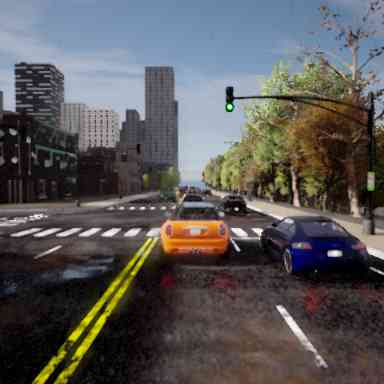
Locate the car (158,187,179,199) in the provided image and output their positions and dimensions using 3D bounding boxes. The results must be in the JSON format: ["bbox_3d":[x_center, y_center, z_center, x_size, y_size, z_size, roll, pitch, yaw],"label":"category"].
[{"bbox_3d":[-3.329,0.364,44.960,2.150,2.045,5.566,0,1,0],"label":"car"}]

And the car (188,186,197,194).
[{"bbox_3d":[0.016,-0.496,81.222,2.150,2.045,5.566,0,1,0],"label":"car"}]

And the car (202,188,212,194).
[{"bbox_3d":[3.263,0.139,70.783,1.837,1.490,4.892,0,1,0],"label":"car"}]

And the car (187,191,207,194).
[{"bbox_3d":[0.105,0.915,29.525,1.882,1.535,5.008,0,1,0],"label":"car"}]

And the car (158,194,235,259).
[{"bbox_3d":[0.101,1.128,11.705,2.097,1.767,4.553,0,1,0],"label":"car"}]

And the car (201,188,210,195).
[{"bbox_3d":[3.266,-0.196,81.197,2.128,1.511,4.902,0,1,0],"label":"car"}]

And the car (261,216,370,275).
[{"bbox_3d":[3.352,1.376,9.803,1.994,1.385,4.181,0,1,0],"label":"car"}]

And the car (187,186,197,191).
[{"bbox_3d":[0.013,-0.012,71.167,2.097,1.767,4.553,0,1,0],"label":"car"}]

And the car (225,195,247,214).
[{"bbox_3d":[3.356,0.982,27.458,1.837,1.490,4.892,0,1,0],"label":"car"}]
